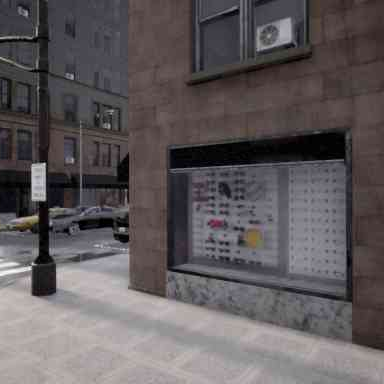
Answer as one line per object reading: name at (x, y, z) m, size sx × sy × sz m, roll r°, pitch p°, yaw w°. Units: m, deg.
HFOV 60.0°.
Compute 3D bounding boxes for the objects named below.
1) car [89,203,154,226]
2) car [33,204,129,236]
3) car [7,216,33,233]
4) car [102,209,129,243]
car at (-5.008, 1.585, 24.256) m, size 2.008 × 1.369 × 4.403 m, roll 0°, pitch 0°, yaw 35°
car at (-5.868, 1.510, 18.694) m, size 2.128 × 1.511 × 4.902 m, roll 0°, pitch 0°, yaw 36°
car at (-8.250, 1.555, 19.711) m, size 1.752 × 1.417 × 4.829 m, roll 0°, pitch 0°, yaw 35°
car at (-1.622, 1.561, 15.182) m, size 1.947 × 1.339 × 4.313 m, roll 0°, pitch 0°, yaw 35°
